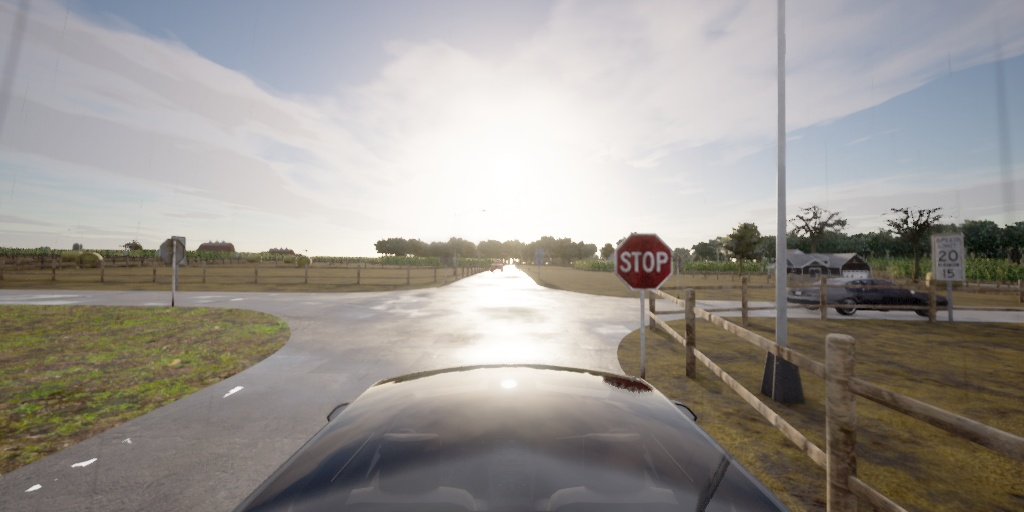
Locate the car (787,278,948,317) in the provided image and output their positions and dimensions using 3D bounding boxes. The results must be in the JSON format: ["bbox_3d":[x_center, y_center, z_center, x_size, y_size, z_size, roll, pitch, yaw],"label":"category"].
[{"bbox_3d":[13.936,1.584,14.292,5.357,1.411,2.033,1,-2,0],"label":"car"}]
